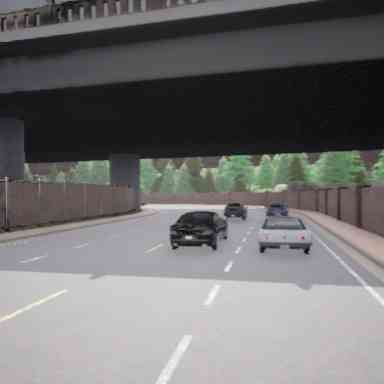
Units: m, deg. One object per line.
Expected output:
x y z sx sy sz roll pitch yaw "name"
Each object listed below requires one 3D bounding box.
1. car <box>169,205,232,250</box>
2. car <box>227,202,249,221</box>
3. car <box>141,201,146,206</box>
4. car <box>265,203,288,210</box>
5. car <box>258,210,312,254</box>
0.457 1.584 15.035 1.882 1.535 5.008 -1 0 14 "car"
3.872 1.676 29.463 1.837 1.490 4.892 -1 0 13 "car"
-11.257 2.209 66.999 4.181 1.385 1.994 -1 -1 37 "car"
7.294 1.644 28.747 1.812 1.442 4.674 -1 0 12 "car"
3.775 1.655 13.865 1.895 1.301 4.718 -1 0 13 "car"
